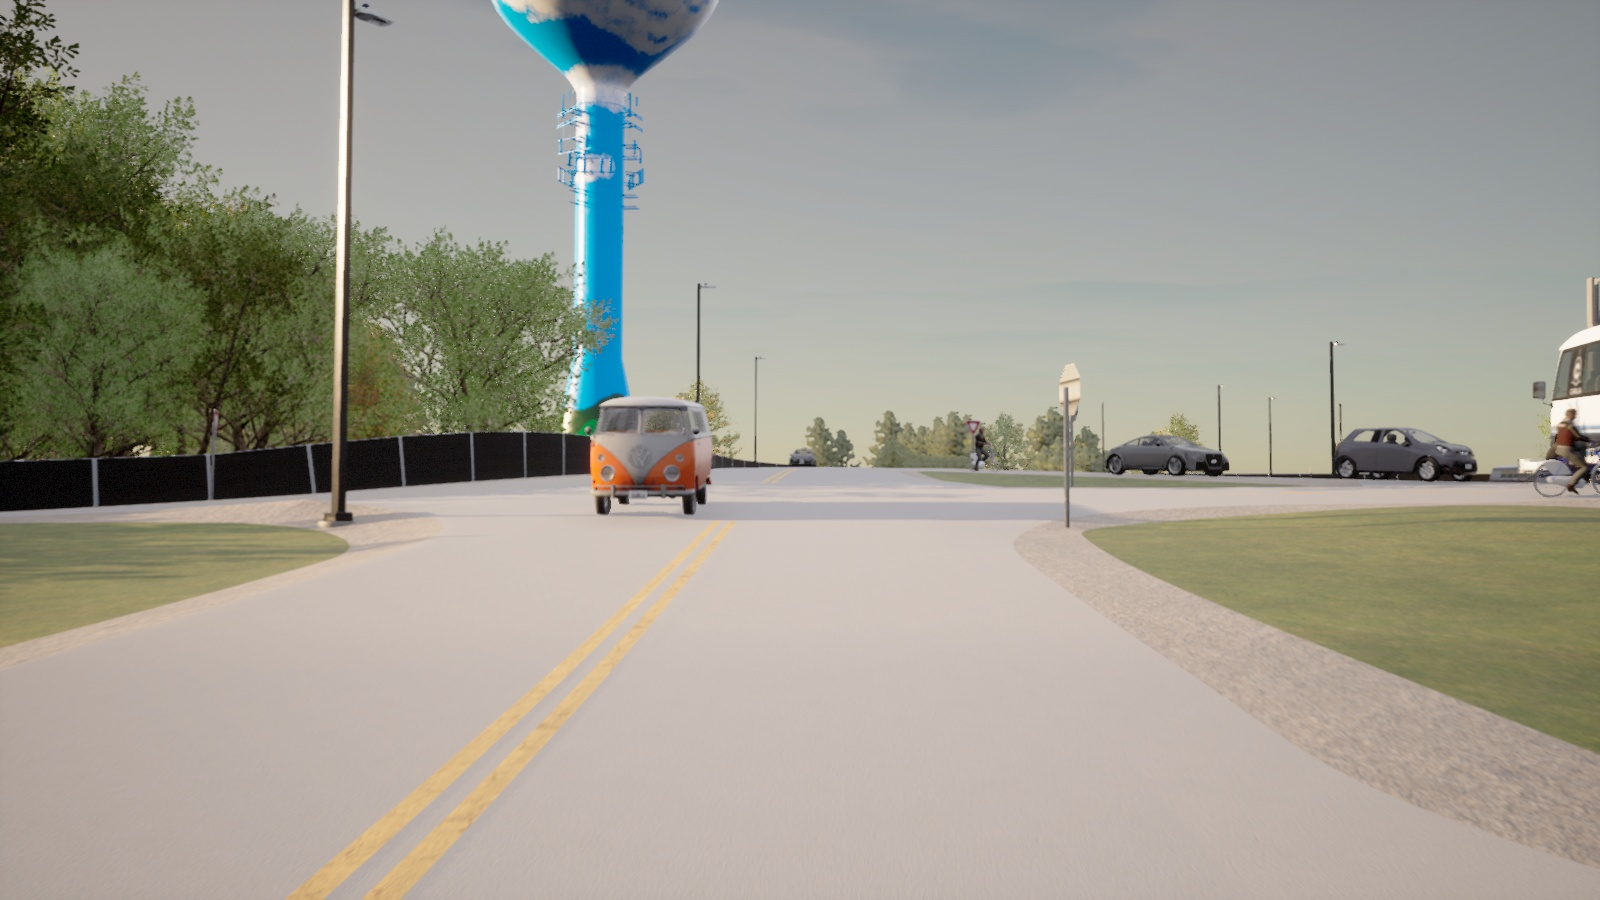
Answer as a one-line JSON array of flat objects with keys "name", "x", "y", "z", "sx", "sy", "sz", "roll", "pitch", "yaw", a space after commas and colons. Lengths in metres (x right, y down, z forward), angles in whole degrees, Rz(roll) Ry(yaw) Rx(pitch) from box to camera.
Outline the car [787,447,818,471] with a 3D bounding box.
[{"name": "car", "x": 0.213, "y": 0.672, "z": 91.945, "sx": 2.007, "sy": 1.525, "sz": 4.514, "roll": 0, "pitch": -4, "yaw": 4}]

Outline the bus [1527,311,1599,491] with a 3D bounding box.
[{"name": "bus", "x": 21.736, "y": -1.175, "z": 31.772, "sx": 3.944, "sy": 4.253, "sz": 10.273, "roll": 0, "pitch": 0, "yaw": 19}]

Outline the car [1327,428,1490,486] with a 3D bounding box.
[{"name": "car", "x": 16.761, "y": 0.179, "z": 34.717, "sx": 1.845, "sy": 1.501, "sz": 3.633, "roll": 1, "pitch": 0, "yaw": -29}]

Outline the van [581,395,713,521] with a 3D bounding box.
[{"name": "van", "x": -2.581, "y": 0.077, "z": 22.150, "sx": 1.775, "sy": 1.987, "sz": 4.442, "roll": 0, "pitch": 1, "yaw": 0}]

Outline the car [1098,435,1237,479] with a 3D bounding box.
[{"name": "car", "x": 12.271, "y": 0.224, "z": 42.192, "sx": 1.994, "sy": 1.385, "sz": 4.181, "roll": 1, "pitch": -1, "yaw": -32}]

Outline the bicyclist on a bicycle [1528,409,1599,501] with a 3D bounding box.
[{"name": "bicyclist on a bicycle", "x": 15.407, "y": 0.092, "z": 24.625, "sx": 1.843, "sy": 1.776, "sz": 0.659, "roll": -1, "pitch": 0, "yaw": 3}]

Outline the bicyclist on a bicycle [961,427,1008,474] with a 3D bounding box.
[{"name": "bicyclist on a bicycle", "x": 7.259, "y": 0.026, "z": 49.526, "sx": 0.659, "sy": 1.776, "sz": 1.843, "roll": 2, "pitch": -1, "yaw": -41}]

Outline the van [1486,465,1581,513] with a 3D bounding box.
[{"name": "van", "x": 31.800, "y": 1.678, "z": 54.620, "sx": 1.775, "sy": 1.987, "sz": 4.442, "roll": 0, "pitch": -1, "yaw": 4}]
